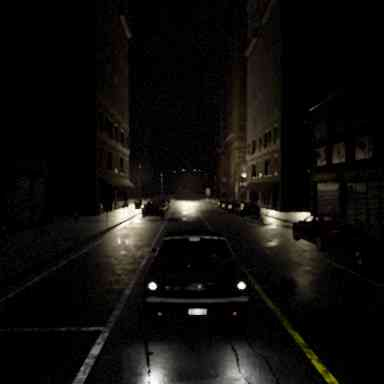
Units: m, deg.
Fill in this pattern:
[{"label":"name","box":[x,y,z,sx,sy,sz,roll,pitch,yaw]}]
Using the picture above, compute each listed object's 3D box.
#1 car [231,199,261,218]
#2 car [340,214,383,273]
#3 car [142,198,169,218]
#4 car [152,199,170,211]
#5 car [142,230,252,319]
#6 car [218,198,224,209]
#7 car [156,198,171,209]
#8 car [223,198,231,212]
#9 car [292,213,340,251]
[{"label":"car","box":[5.094,1.567,30.444,1.947,1.339,4.313,-1,0,-2]},{"label":"car","box":[5.773,1.440,8.434,1.967,1.590,4.097,-1,0,-2]},{"label":"car","box":[-3.429,1.439,30.180,1.967,1.590,4.097,-1,0,-2]},{"label":"car","box":[-3.768,1.552,41.186,2.008,1.369,4.403,-1,0,-2]},{"label":"car","box":[0.053,1.599,7.512,1.895,1.301,4.718,0,0,-1]},{"label":"car","box":[4.753,1.549,41.449,1.887,1.381,4.507,-1,0,-2]},{"label":"car","box":[-3.938,1.548,46.689,1.887,1.381,4.507,-1,0,-2]},{"label":"car","box":[4.923,1.547,35.946,1.887,1.381,4.507,-1,0,-2]},{"label":"car","box":[5.605,1.544,13.937,1.887,1.381,4.507,-1,0,-2]}]
